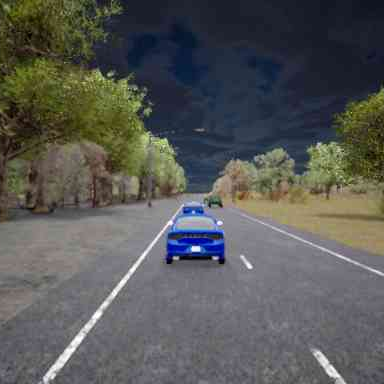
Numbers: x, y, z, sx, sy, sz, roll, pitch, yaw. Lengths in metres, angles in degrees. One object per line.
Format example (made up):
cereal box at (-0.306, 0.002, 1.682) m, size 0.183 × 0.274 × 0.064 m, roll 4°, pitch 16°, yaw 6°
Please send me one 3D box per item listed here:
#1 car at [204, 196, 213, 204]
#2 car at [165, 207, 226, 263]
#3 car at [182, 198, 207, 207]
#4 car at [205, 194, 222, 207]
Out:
car at (3.582, 1.705, 72.845) m, size 1.882 × 1.535 × 5.008 m, roll 0°, pitch 0°, yaw 0°
car at (0.112, 1.515, 12.167) m, size 1.882 × 1.535 × 5.008 m, roll 0°, pitch 0°, yaw 0°
car at (0.131, 1.572, 30.788) m, size 1.882 × 1.535 × 5.008 m, roll 0°, pitch 0°, yaw 0°
car at (3.657, 1.387, 53.658) m, size 2.150 × 2.045 × 5.566 m, roll 0°, pitch 0°, yaw 0°
